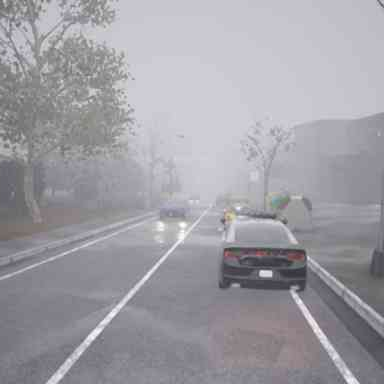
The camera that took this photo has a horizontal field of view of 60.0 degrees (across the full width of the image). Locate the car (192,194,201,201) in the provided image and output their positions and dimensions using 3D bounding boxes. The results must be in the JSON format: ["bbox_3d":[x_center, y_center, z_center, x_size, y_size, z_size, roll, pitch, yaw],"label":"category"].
[{"bbox_3d":[0.621,1.043,65.899,1.994,1.385,4.181,0,0,-4],"label":"car"}]

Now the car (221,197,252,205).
[{"bbox_3d":[2.777,1.327,19.152,1.801,1.575,5.366,1,1,6],"label":"car"}]

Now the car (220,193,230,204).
[{"bbox_3d":[3.384,1.176,24.927,2.097,1.767,4.553,1,1,6],"label":"car"}]

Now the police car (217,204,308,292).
[{"bbox_3d":[1.719,1.377,9.081,1.930,1.638,5.238,1,0,6],"label":"police car"}]

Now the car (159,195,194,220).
[{"bbox_3d":[-1.224,1.253,25.604,1.882,1.535,5.008,1,0,6],"label":"car"}]

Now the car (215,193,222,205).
[{"bbox_3d":[4.478,0.970,48.080,2.097,1.767,4.553,0,1,3],"label":"car"}]
